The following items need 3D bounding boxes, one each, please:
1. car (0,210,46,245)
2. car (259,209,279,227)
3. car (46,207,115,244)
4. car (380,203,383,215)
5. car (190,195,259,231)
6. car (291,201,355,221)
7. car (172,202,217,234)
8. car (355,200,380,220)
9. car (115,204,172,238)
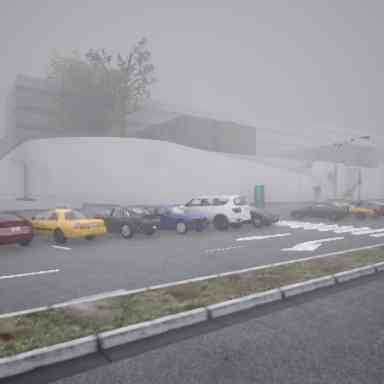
[{"bbox_3d":[-8.714,1.519,14.147,4.792,1.488,2.163,-1,-1,35],"label":"car"},{"bbox_3d":[3.454,1.513,22.795,4.892,1.521,2.231,-1,-1,34],"label":"car"},{"bbox_3d":[-6.414,1.489,15.967,5.366,1.575,1.946,-1,-1,35],"label":"car"},{"bbox_3d":[15.575,1.620,31.450,4.792,1.488,2.163,-1,-1,35],"label":"car"},{"bbox_3d":[0.999,1.251,21.070,5.566,2.045,2.435,-1,-1,35],"label":"car"},{"bbox_3d":[10.744,1.591,27.971,4.674,1.452,2.002,-1,-1,35],"label":"car"},{"bbox_3d":[-1.403,1.497,19.331,5.008,1.535,2.097,-1,-1,35],"label":"car"},{"bbox_3d":[13.325,1.564,29.602,5.366,1.575,1.946,-1,-1,35],"label":"car"},{"bbox_3d":[-3.827,1.494,17.588,4.892,1.521,2.231,-1,-1,35],"label":"car"}]
